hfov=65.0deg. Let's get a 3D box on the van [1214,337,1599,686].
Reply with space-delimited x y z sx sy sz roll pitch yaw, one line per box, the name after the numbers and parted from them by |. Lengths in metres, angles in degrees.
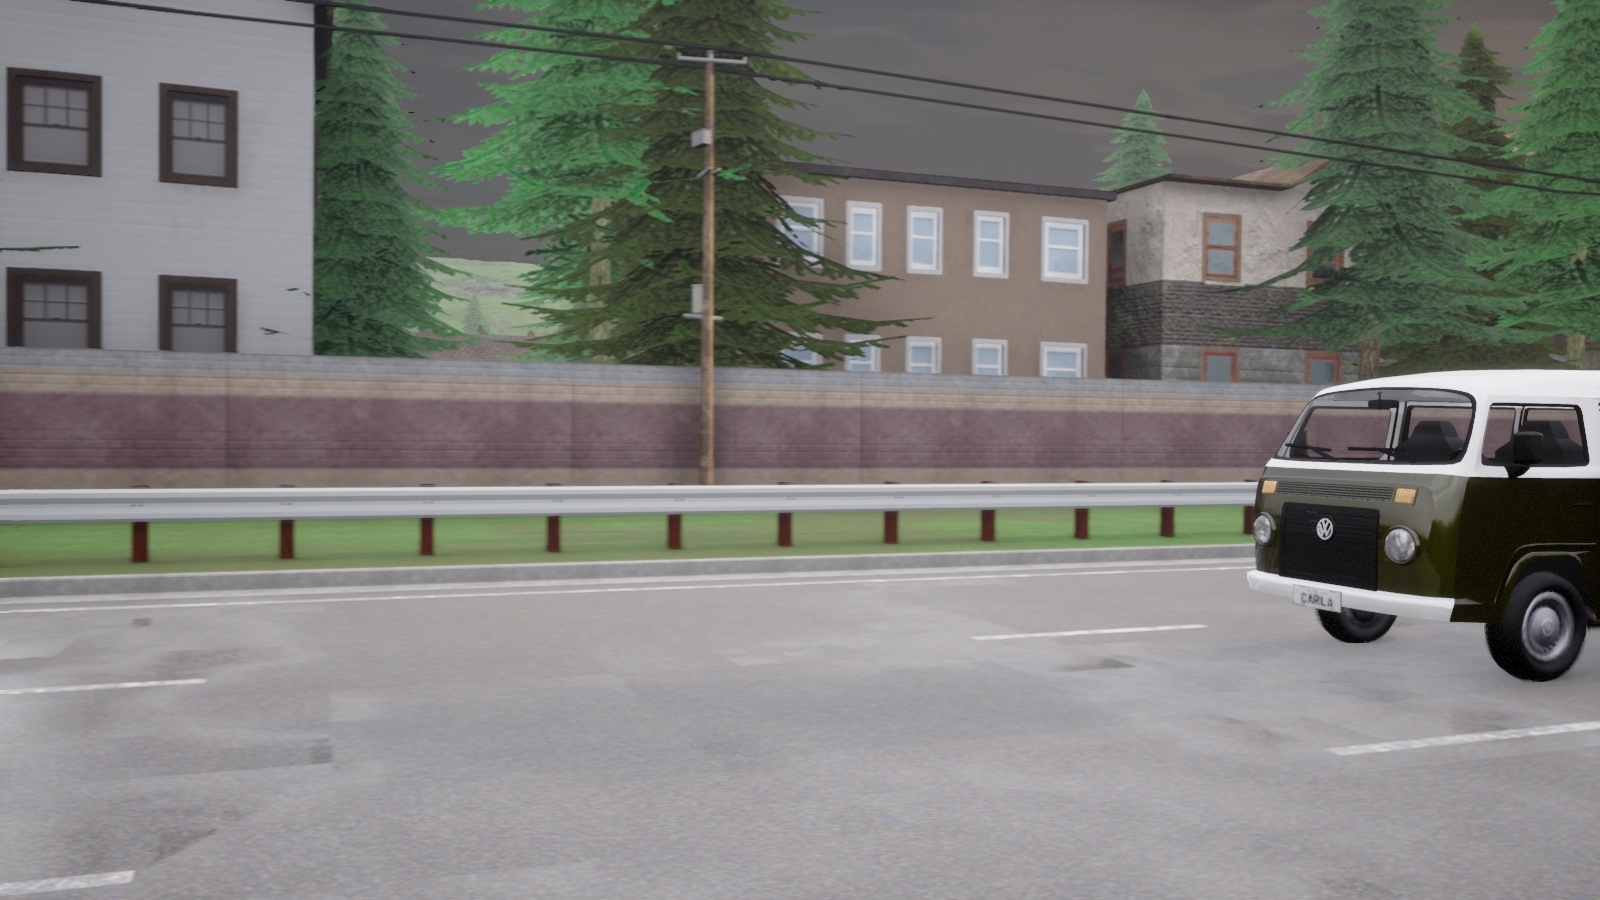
5.517 0.314 9.074 4.480 2.038 2.069 -1 1 -21 | van
